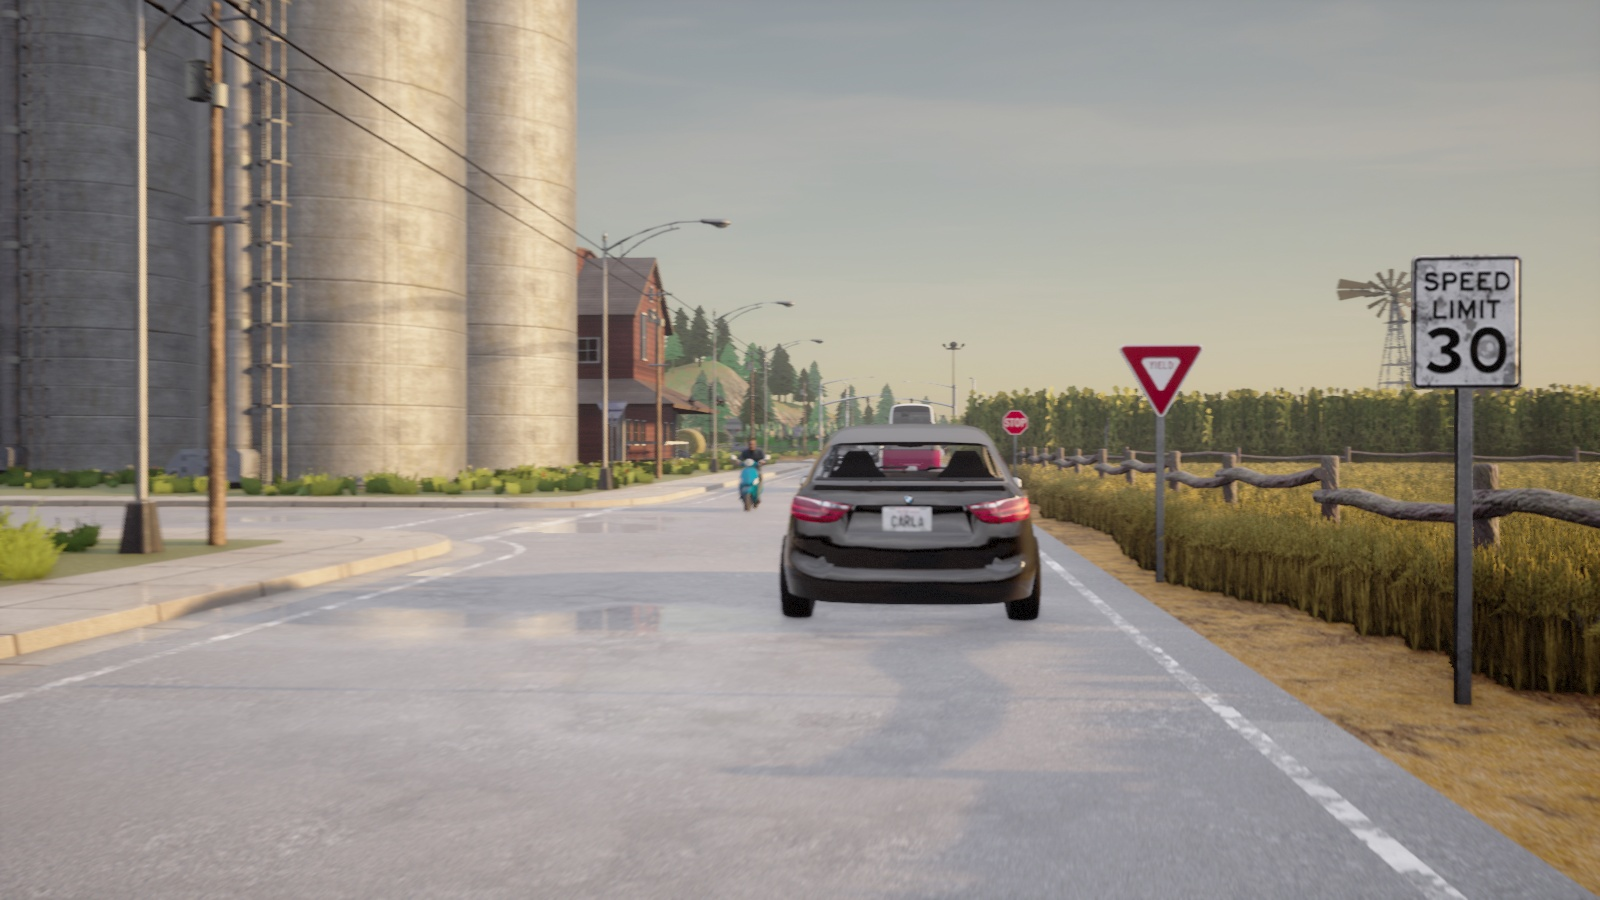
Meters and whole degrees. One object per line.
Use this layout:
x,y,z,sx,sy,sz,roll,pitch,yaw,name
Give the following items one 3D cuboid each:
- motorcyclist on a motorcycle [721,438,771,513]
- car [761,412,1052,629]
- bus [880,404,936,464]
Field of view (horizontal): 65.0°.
-1.159,0.541,27.518,0.866,1.590,1.817,0,0,5,motorcyclist on a motorcycle
1.018,0.524,12.018,2.242,1.667,4.611,0,0,5,car
8.016,-1.147,93.227,3.944,4.253,10.273,0,0,5,bus
